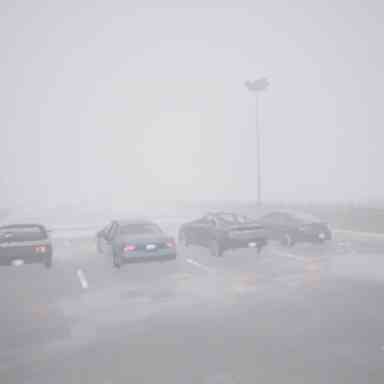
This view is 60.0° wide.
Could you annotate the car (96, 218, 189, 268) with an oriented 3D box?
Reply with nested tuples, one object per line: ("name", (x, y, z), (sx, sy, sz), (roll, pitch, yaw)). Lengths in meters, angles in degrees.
("car", (-2.186, 1.654, 11.839), (2.033, 1.411, 5.357), (-1, 0, -24))

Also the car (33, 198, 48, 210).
("car", (-25.534, 2.001, 56.092), (2.150, 2.045, 5.566), (-1, 0, -24))

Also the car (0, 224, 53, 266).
("car", (-5.933, 1.775, 11.670), (1.895, 1.301, 4.718), (-1, 0, -24))

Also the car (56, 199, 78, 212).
("car", (-18.593, 2.162, 49.253), (2.033, 1.411, 5.357), (-1, 0, -25))

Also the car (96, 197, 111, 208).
("car", (-16.273, 1.859, 61.101), (2.150, 2.045, 5.566), (-1, 0, -24))

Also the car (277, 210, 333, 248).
("car", (4.095, 1.534, 14.927), (1.812, 1.442, 4.674), (-1, 0, -24))

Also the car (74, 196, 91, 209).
("car", (-19.693, 2.047, 60.184), (2.097, 1.767, 4.553), (-1, 0, -24))

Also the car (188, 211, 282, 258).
("car", (1.038, 1.547, 13.201), (2.128, 1.511, 4.902), (-1, 0, -24))
